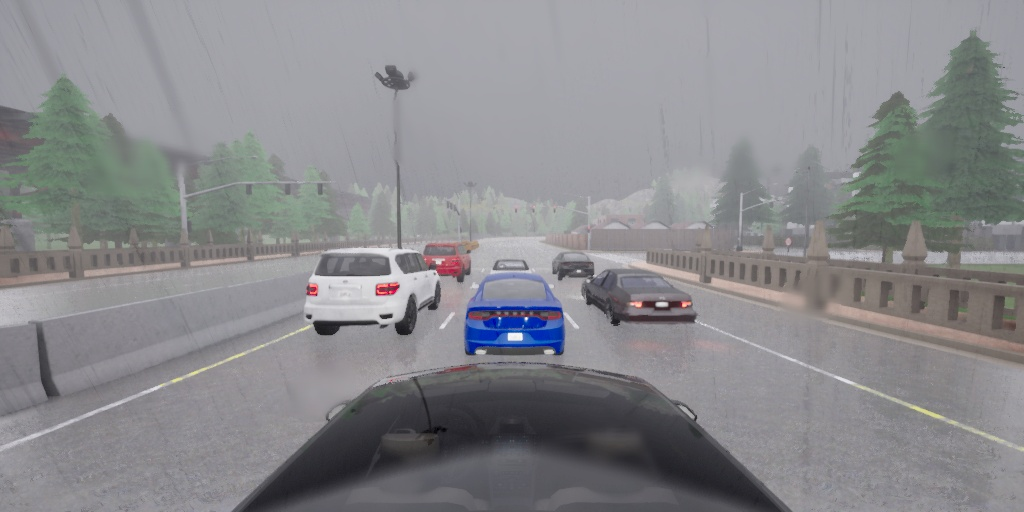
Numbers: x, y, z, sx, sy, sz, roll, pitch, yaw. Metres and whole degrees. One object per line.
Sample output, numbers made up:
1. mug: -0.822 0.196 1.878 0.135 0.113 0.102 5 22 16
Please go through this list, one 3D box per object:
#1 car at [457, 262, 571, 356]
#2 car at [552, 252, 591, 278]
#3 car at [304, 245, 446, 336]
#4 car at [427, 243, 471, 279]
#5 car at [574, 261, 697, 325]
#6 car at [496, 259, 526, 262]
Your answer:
1. car: 0.035 1.114 8.423 1.882 1.535 5.008 0 2 0
2. car: 3.428 0.479 20.736 1.882 1.535 5.008 0 3 0
3. car: -3.480 0.797 10.062 2.150 2.045 5.566 0 1 -1
4. car: -3.594 0.258 20.044 2.150 2.045 5.566 0 4 -1
5. car: 3.506 1.092 10.978 2.033 1.411 5.357 0 2 -1
6. car: -0.065 0.794 17.472 1.895 1.301 4.718 0 3 -1
